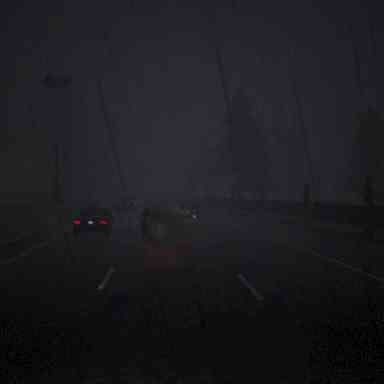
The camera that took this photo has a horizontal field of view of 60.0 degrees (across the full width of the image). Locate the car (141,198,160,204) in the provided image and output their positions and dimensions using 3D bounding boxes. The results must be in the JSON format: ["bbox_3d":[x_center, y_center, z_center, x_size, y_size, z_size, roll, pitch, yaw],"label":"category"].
[{"bbox_3d":[-5.262,1.511,41.301,1.812,1.442,4.674,0,0,-23],"label":"car"}]

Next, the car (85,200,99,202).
[{"bbox_3d":[-11.535,1.595,38.298,1.895,1.301,4.718,0,0,-23],"label":"car"}]

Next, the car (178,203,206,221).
[{"bbox_3d":[-0.371,1.587,27.336,1.895,1.301,4.718,0,0,-15],"label":"car"}]

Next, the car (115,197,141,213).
[{"bbox_3d":[-7.647,1.341,37.909,2.097,1.767,4.553,0,0,-21],"label":"car"}]

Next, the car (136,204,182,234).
[{"bbox_3d":[-2.030,1.594,19.203,1.895,1.301,4.718,0,0,-11],"label":"car"}]

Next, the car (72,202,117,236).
[{"bbox_3d":[-5.462,1.544,18.672,2.033,1.411,5.357,0,0,-11],"label":"car"}]
